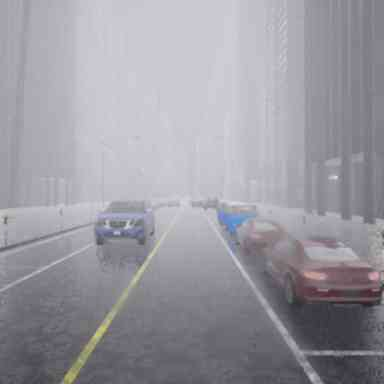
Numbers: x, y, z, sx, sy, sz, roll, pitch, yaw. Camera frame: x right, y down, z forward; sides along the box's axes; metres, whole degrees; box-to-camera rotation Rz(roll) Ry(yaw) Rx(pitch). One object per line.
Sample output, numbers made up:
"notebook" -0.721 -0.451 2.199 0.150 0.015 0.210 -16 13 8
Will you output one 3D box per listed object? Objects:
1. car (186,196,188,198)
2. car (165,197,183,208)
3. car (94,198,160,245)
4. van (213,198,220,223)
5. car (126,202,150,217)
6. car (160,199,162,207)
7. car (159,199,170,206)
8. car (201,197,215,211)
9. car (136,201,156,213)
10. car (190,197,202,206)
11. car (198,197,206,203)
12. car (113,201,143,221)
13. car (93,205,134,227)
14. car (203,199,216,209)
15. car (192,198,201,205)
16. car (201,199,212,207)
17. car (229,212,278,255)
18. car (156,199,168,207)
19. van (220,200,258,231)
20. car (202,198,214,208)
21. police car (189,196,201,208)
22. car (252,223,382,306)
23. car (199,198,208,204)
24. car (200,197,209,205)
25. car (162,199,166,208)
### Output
"car" 0.005 2.186 90.545 2.128 1.511 4.902 0 0 0
"car" -3.055 2.015 57.314 1.994 1.385 4.181 0 0 0
"car" -3.098 1.352 16.493 2.150 2.045 5.566 0 -1 0
"van" 2.764 1.536 24.896 1.690 1.788 3.998 0 0 0
"car" -5.761 1.809 36.076 1.752 1.417 4.829 0 0 0
"car" -5.760 1.898 47.430 1.752 1.417 4.829 0 0 0
"car" -5.759 2.104 70.309 1.887 1.381 4.507 0 0 0
"car" 2.765 1.689 47.605 2.192 1.841 5.009 0 0 0
"car" -5.761 1.895 41.923 1.947 1.339 4.313 0 0 0
"car" 0.769 1.873 65.766 2.097 1.767 4.553 0 0 -1
"car" 2.767 2.194 93.023 1.967 1.590 4.097 0 0 0
"car" -5.761 1.680 30.570 1.967 1.590 4.097 0 0 0
"car" -5.762 1.746 24.892 2.008 1.369 4.403 0 0 0
"car" 2.765 1.945 53.451 1.752 1.417 4.829 0 0 0
"car" 0.904 2.029 72.001 1.801 1.575 5.366 0 0 0
"car" 2.765 2.056 64.636 1.887 1.381 4.507 0 0 0
"car" 2.763 1.688 13.539 1.802 1.307 4.206 0 0 0
"car" -5.760 2.036 64.462 1.752 1.417 4.829 0 0 0
"van" 2.763 1.492 19.218 1.690 1.788 3.998 0 0 0
"car" 2.765 1.905 58.960 1.967 1.590 4.097 0 0 0
"police car" 0.903 1.866 55.921 1.930 1.638 5.238 0 0 0
"car" 2.763 1.644 7.861 1.802 1.307 4.206 0 0 0
"car" 2.766 2.222 81.668 1.947 1.339 4.313 0 0 0
"car" 2.766 2.047 75.991 1.967 1.590 4.097 0 0 0
"car" -5.760 2.010 58.955 1.887 1.381 4.507 0 0 0
